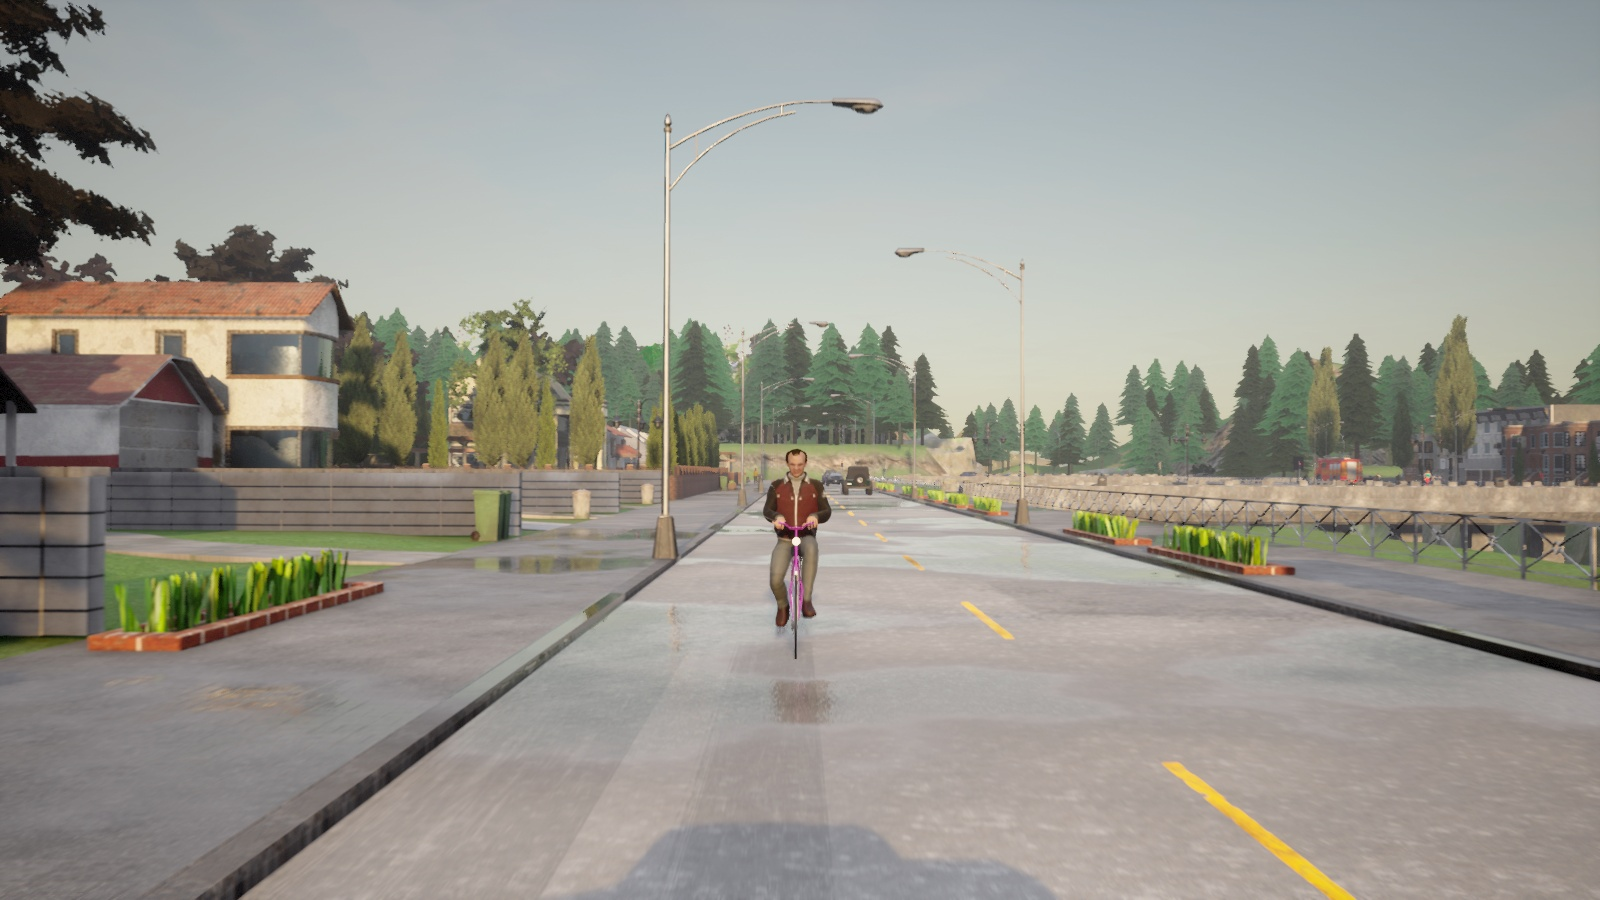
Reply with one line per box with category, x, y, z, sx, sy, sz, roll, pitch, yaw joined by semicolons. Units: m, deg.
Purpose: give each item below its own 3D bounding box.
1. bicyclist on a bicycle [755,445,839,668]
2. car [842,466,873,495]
bicyclist on a bicycle;-0.026;0.869;10.952;0.659;1.776;1.843;0;-1;0
car;3.803;1.995;83.613;1.905;1.878;3.866;0;-1;0
